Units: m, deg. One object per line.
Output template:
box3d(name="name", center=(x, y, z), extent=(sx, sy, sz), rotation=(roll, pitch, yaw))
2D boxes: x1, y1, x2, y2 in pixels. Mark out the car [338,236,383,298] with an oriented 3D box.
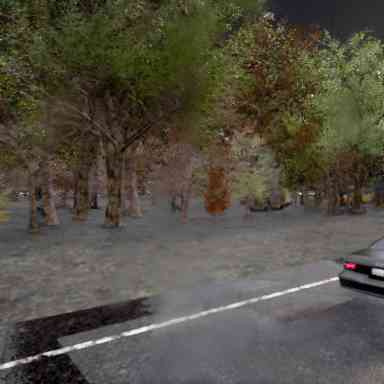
box3d(name="car", center=(5.580, 1.572, 7.720), extent=(5.357, 1.411, 2.033), rotation=(0, 0, -35))
